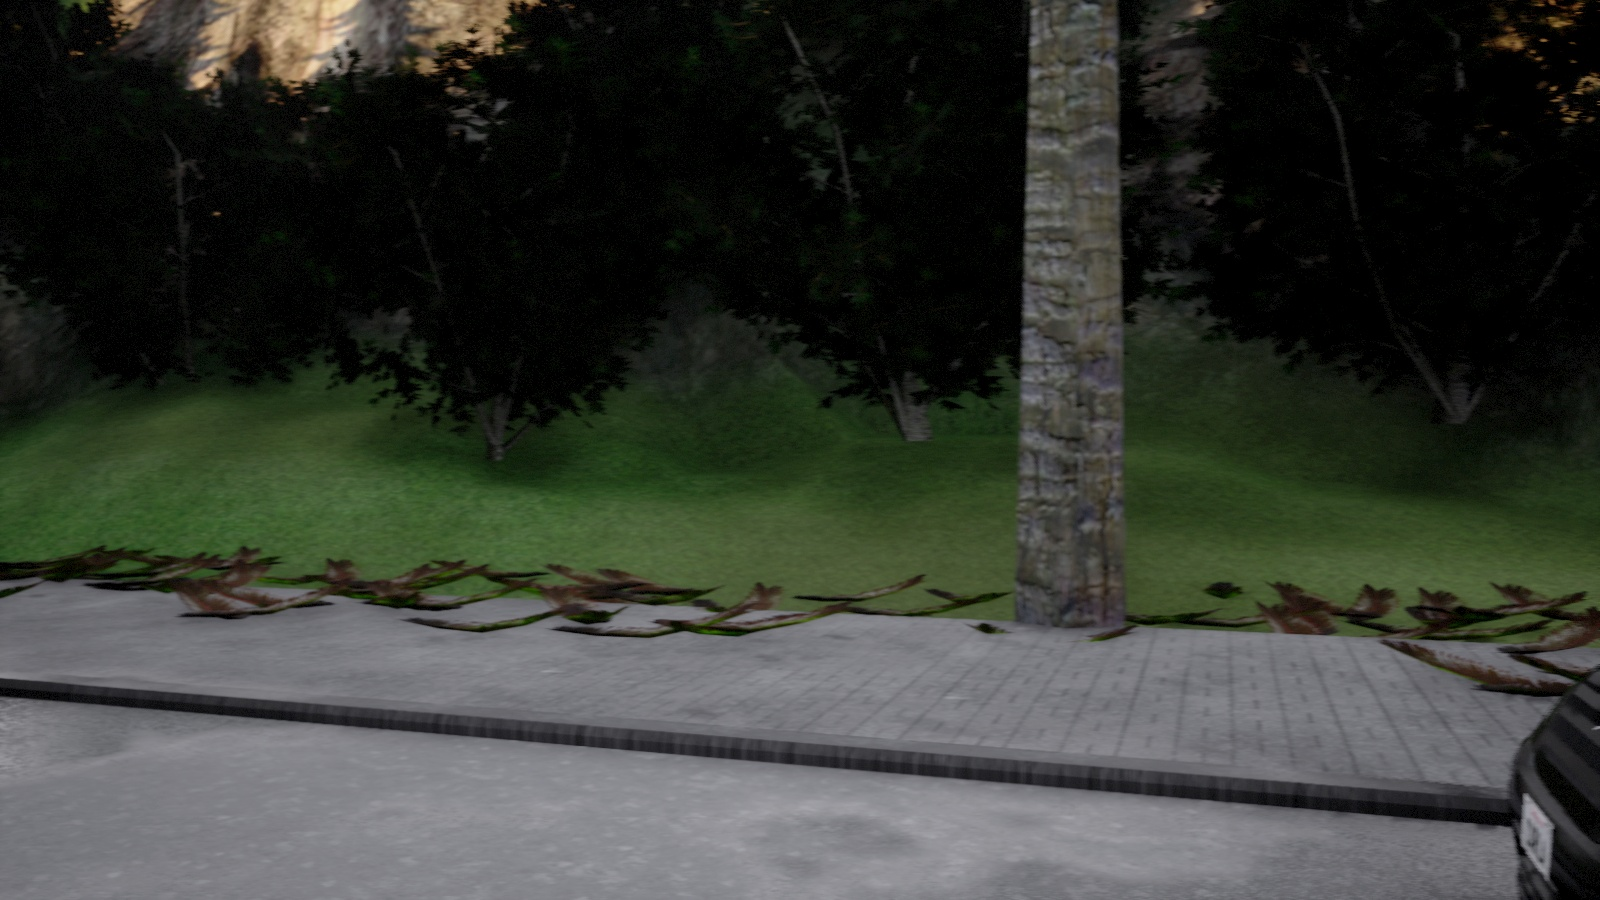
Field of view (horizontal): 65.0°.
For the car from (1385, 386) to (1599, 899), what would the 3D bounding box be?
[{"bbox_3d":[3.493,0.698,2.544,3.988,1.617,1.851,1,1,19],"label":"car"}]
